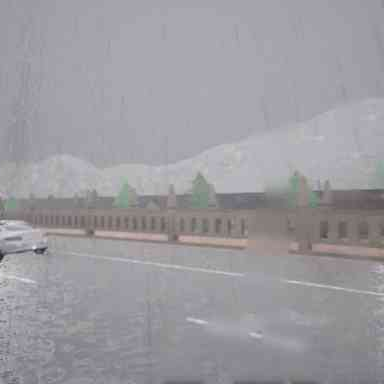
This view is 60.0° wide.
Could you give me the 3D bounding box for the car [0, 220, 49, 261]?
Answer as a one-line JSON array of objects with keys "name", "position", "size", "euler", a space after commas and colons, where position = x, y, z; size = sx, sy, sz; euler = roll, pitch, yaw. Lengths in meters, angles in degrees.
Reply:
[{"name": "car", "position": [-7.839, 1.913, 13.877], "size": [4.674, 1.442, 1.812], "euler": [-2, -1, 35]}]
